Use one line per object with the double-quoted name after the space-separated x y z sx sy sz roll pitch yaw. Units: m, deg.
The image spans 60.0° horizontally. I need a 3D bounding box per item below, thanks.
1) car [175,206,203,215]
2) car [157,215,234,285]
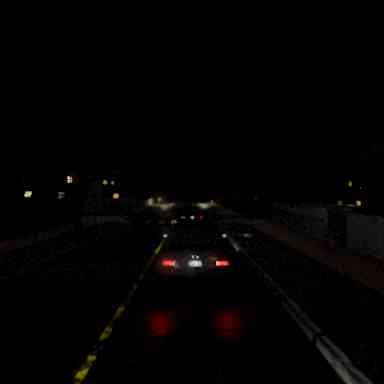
-0.176 1.744 24.169 2.033 1.411 5.357 0 -1 -5 "car"
0.080 1.622 9.706 2.033 1.411 5.357 0 0 0 "car"
